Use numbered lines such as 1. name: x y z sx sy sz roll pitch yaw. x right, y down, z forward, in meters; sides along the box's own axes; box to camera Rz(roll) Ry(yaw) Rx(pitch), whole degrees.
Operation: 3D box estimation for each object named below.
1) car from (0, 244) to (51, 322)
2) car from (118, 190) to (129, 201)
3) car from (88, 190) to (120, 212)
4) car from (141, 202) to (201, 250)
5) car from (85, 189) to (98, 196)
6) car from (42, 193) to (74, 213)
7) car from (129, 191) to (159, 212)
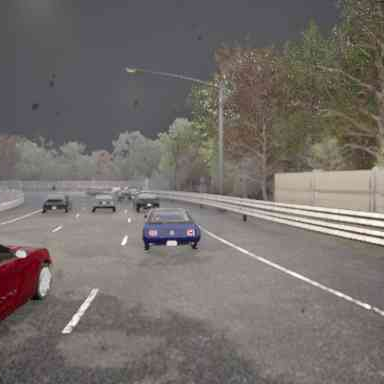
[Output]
1. car: -3.704 1.359 4.774 1.882 1.535 5.008 0 1 -3
2. car: -8.894 0.469 42.846 1.837 1.490 4.892 0 2 -21
3. car: -7.527 0.861 28.317 2.033 1.411 5.357 0 1 -16
4. car: -0.907 1.288 12.796 1.895 1.301 4.718 0 1 -7
5. car: -17.556 0.167 59.316 1.895 1.301 4.718 -1 2 -32
6. car: -10.816 0.853 26.900 1.837 1.490 4.892 0 1 -15
7. car: -3.983 0.793 28.190 1.882 1.535 5.008 0 2 -15
